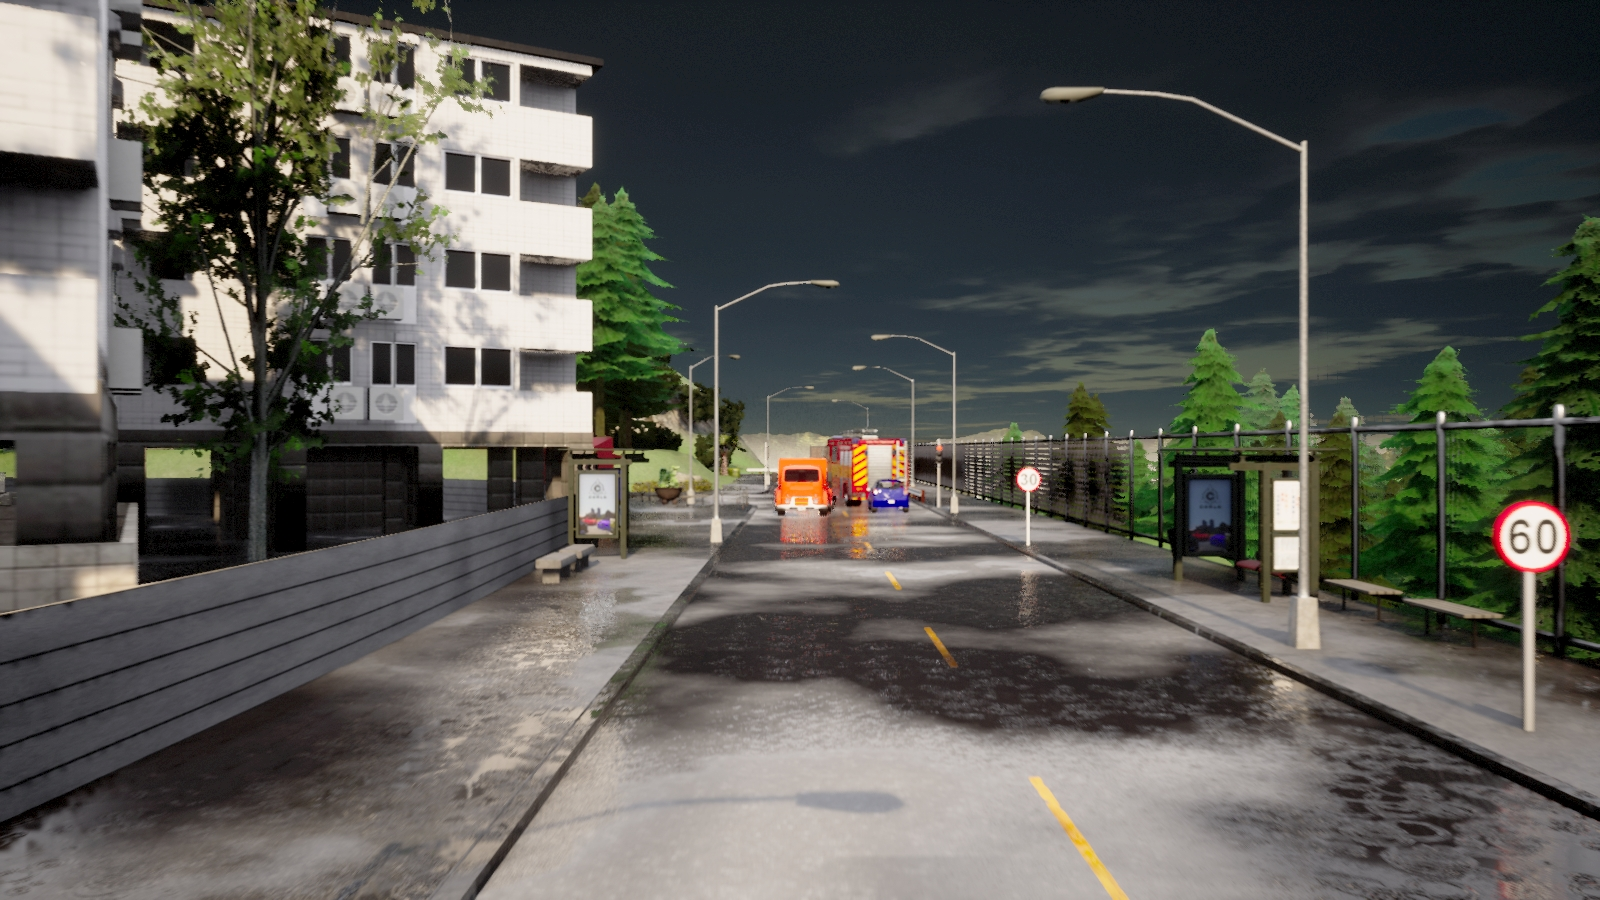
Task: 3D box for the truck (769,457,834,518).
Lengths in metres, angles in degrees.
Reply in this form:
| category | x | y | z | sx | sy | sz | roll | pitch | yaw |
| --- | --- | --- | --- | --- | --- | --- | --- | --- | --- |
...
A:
| category | x | y | z | sx | sy | sz | roll | pitch | yaw |
| --- | --- | --- | --- | --- | --- | --- | --- | --- | --- |
| truck | 0.130 | 1.568 | 49.476 | 2.627 | 2.467 | 5.204 | 0 | 0 | 1 |

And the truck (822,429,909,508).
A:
| category | x | y | z | sx | sy | sz | roll | pitch | yaw |
| --- | --- | --- | --- | --- | --- | --- | --- | --- | --- |
| truck | 3.265 | 0.890 | 59.485 | 2.891 | 3.827 | 8.468 | 0 | 0 | -8 |

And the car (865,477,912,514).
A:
| category | x | y | z | sx | sy | sz | roll | pitch | yaw |
| --- | --- | --- | --- | --- | --- | --- | --- | --- | --- |
| car | 3.997 | 2.038 | 51.977 | 1.845 | 1.501 | 3.633 | 0 | 0 | 0 |
